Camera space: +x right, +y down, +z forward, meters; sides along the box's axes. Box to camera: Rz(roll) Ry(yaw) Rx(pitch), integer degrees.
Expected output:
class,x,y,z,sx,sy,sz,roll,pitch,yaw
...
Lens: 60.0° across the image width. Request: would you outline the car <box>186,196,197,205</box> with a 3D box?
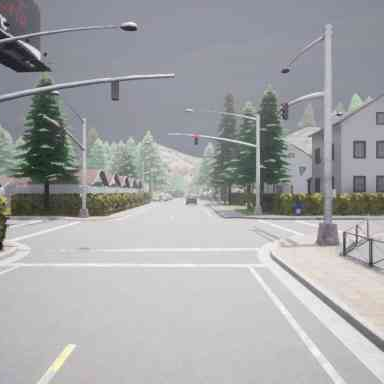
class,x,y,z,sx,sy,sz,roll,pitch,yaw
car,-0.089,1.505,59.293,1.837,1.490,4.892,0,0,0
